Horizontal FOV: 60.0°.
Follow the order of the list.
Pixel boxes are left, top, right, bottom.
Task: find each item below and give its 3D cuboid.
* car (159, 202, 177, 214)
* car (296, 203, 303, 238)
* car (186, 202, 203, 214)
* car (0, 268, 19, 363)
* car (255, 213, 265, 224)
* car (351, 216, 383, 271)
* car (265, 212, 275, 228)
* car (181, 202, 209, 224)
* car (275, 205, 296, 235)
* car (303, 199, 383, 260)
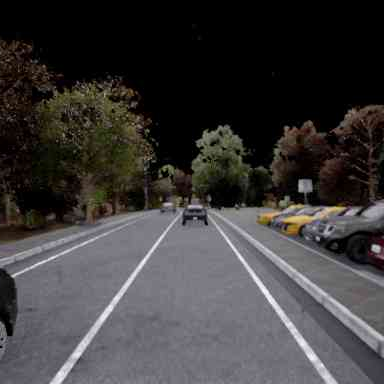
[{"bbox_3d":[-3.114,2.091,43.930,1.812,1.442,4.674,0,-2,0],"label":"car"},{"bbox_3d":[7.184,1.386,14.247,4.553,1.767,2.185,0,0,0],"label":"car"},{"bbox_3d":[0.320,2.027,42.909,2.128,1.511,4.902,0,-2,0],"label":"car"},{"bbox_3d":[-3.337,1.495,2.678,2.128,1.511,4.902,0,0,0],"label":"car"},{"bbox_3d":[7.014,1.569,22.565,5.366,1.575,1.946,0,0,0],"label":"car"},{"bbox_3d":[7.150,1.529,8.698,4.792,1.488,2.163,0,0,0],"label":"car"},{"bbox_3d":[7.190,1.544,19.795,4.892,1.521,2.231,0,0,0],"label":"car"},{"bbox_3d":[0.231,1.664,25.917,1.837,1.490,4.892,0,-1,0],"label":"car"},{"bbox_3d":[7.175,1.523,17.023,5.008,1.535,2.097,0,0,0],"label":"car"},{"bbox_3d":[7.108,1.253,11.475,5.566,2.045,2.435,0,0,0],"label":"car"}]
